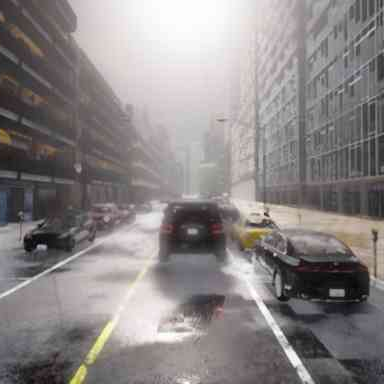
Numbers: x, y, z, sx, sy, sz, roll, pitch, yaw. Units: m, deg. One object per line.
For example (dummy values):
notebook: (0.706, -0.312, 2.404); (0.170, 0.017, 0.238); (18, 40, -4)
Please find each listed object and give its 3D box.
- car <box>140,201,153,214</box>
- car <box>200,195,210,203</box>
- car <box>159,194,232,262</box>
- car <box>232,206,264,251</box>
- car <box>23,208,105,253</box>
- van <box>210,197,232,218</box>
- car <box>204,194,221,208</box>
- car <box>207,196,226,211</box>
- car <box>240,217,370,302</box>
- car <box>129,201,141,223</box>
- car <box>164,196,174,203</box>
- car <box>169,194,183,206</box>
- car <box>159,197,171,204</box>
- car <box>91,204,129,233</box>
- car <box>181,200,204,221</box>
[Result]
car: (-5.275, 1.626, 36.515); (1.802, 1.307, 4.206); (1, 0, 0)
car: (2.636, 1.533, 70.265); (1.967, 1.590, 4.097); (1, 0, 0)
car: (0.043, 1.238, 12.384); (2.150, 2.045, 5.566); (0, 0, 1)
car: (2.588, 1.542, 13.912); (1.752, 1.417, 4.829); (1, 0, 0)
car: (-5.293, 1.582, 13.929); (1.947, 1.339, 4.313); (1, 0, 0)
van: (2.604, 1.378, 30.699); (1.690, 1.788, 3.998); (1, 0, 0)
car: (3.023, 1.291, 49.660); (2.150, 2.045, 5.566); (0, 0, 0)
car: (3.024, 1.405, 42.599); (2.097, 1.767, 4.553); (0, 0, 0)
car: (2.582, 1.561, 8.089); (2.008, 1.369, 4.403); (1, 0, 0)
car: (-5.284, 1.612, 25.222); (1.802, 1.307, 4.206); (1, 0, 0)
car: (-5.215, 1.651, 76.041); (2.008, 1.369, 4.403); (1, 0, 0)
car: (-2.760, 1.295, 57.837); (2.150, 2.045, 5.566); (0, 0, 1)
car: (-5.260, 1.650, 64.747); (1.947, 1.339, 4.313); (1, 0, 0)
car: (-5.287, 1.463, 19.575); (1.967, 1.590, 4.097); (1, 0, 0)
car: (0.070, 1.540, 28.478); (1.837, 1.490, 4.892); (0, 0, 1)
